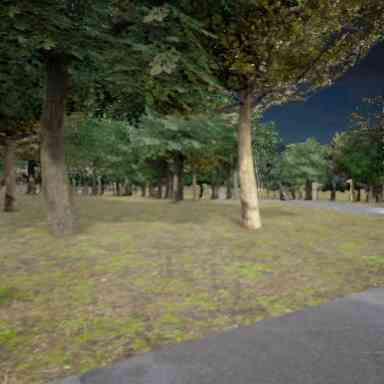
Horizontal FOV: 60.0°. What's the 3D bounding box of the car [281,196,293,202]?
[{"bbox_3d":[22.163,1.554,77.459,1.994,1.385,4.181,0,0,1],"label":"car"}]
